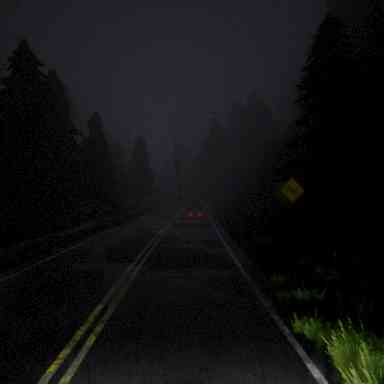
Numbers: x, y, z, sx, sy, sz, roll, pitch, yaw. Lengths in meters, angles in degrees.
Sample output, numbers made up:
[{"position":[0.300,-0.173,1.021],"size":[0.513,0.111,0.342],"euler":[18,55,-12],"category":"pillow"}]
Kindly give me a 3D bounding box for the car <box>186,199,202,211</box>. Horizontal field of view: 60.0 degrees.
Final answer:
[{"position":[0.274,1.621,42.087],"size":[2.128,1.511,4.902],"euler":[0,0,-2],"category":"car"}]
